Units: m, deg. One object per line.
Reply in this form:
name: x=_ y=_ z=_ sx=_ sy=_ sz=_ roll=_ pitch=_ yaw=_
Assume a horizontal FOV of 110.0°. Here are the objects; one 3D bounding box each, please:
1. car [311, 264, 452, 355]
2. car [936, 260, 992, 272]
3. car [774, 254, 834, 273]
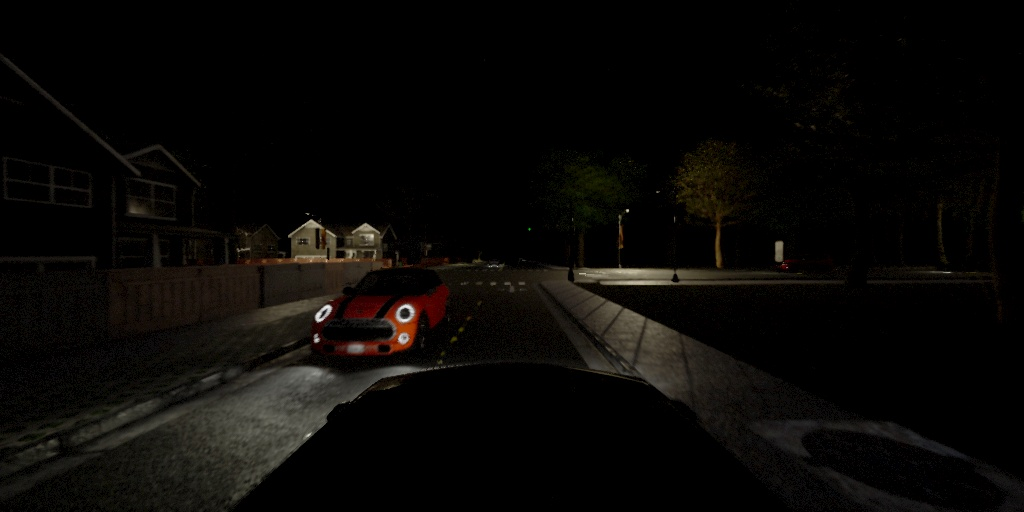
car: x=-2.839 y=1.099 z=8.784 sx=2.097 sy=1.767 sz=4.553 roll=0 pitch=0 yaw=0
car: x=50.535 y=1.112 z=39.672 sx=5.357 sy=1.411 sz=2.033 roll=0 pitch=1 yaw=0
car: x=32.274 y=0.804 z=39.692 sx=5.566 sy=2.045 sz=2.150 roll=0 pitch=0 yaw=0
